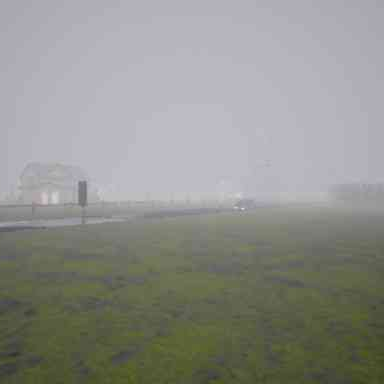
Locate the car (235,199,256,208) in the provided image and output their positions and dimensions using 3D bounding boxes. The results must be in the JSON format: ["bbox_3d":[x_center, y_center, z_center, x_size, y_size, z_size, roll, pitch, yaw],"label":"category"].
[{"bbox_3d":[8.671,1.799,53.778,1.994,1.385,4.181,0,0,36],"label":"car"}]
